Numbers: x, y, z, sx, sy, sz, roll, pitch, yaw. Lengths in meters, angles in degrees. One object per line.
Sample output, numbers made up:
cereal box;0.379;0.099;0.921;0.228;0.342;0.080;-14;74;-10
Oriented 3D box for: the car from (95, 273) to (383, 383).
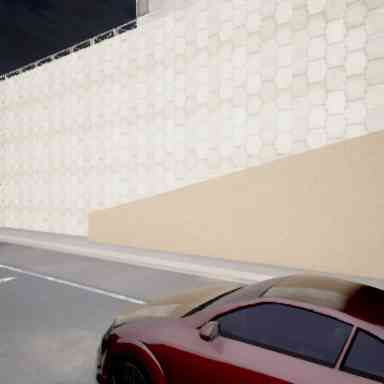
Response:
car;0.978;1.566;3.292;4.181;1.385;1.994;0;0;36
